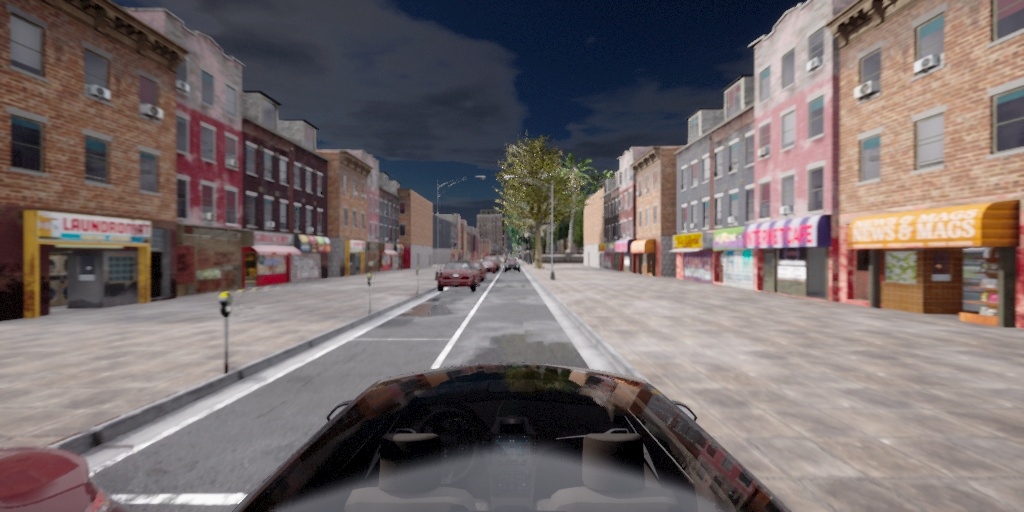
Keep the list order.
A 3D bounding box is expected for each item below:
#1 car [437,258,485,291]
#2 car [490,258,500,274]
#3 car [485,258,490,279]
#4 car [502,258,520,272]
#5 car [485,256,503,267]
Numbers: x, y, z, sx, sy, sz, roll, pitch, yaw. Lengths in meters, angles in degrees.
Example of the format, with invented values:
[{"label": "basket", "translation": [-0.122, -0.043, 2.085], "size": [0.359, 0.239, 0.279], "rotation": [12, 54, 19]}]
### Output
[{"label": "car", "translation": [-2.988, 1.047, 21.213], "size": [2.097, 1.767, 4.553], "rotation": [0, 0, 0]}, {"label": "car", "translation": [-2.637, 1.190, 39.246], "size": [1.888, 1.381, 4.507], "rotation": [0, 0, 0]}, {"label": "car", "translation": [-3.015, 1.152, 28.243], "size": [1.882, 1.535, 5.008], "rotation": [0, 0, 0]}, {"label": "car", "translation": [0.065, 1.233, 43.972], "size": [1.895, 1.301, 4.718], "rotation": [0, 0, 1]}, {"label": "car", "translation": [-2.637, 0.944, 44.858], "size": [2.192, 1.841, 5.009], "rotation": [0, 0, 0]}]
